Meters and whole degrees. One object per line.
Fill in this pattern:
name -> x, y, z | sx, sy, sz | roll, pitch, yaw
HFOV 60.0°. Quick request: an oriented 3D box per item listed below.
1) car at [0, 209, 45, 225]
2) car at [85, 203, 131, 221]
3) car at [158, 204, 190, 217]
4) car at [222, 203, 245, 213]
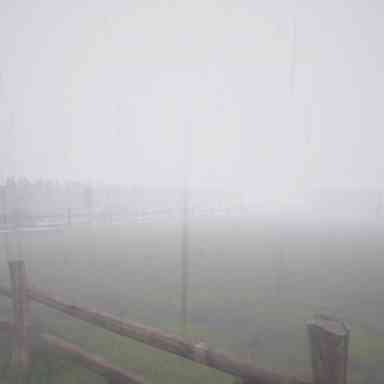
car -> -13.906, 1.955, 25.397 | 1.895, 1.301, 4.718 | -1, -2, 37
car -> -8.300, 1.926, 33.082 | 2.097, 1.767, 4.553 | -1, -2, 36
car -> -2.189, 2.305, 41.508 | 2.128, 1.511, 4.902 | -1, -2, 36
car -> 6.700, 2.509, 53.645 | 2.097, 1.767, 4.553 | -1, -2, 36
